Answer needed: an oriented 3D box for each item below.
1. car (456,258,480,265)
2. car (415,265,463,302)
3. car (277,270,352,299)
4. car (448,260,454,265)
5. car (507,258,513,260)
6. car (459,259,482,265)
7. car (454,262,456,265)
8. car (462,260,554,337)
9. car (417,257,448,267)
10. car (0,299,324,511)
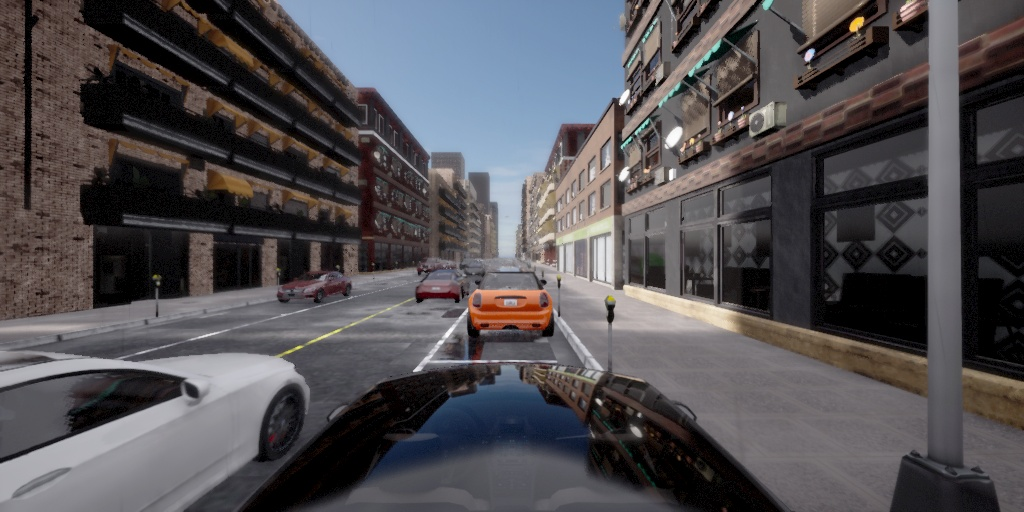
[{"bbox_3d":[-6.148,1.097,50.250,2.097,1.767,4.553,0,0,0],"label":"car"},{"bbox_3d":[-3.140,1.315,16.909,1.994,1.385,4.181,0,0,0],"label":"car"},{"bbox_3d":[-8.837,1.333,16.462,1.802,1.307,4.207,0,0,0],"label":"car"},{"bbox_3d":[-8.837,1.188,44.643,1.967,1.591,4.097,0,0,0],"label":"car"},{"bbox_3d":[-0.456,1.275,39.173,1.751,1.417,4.829,0,0,0],"label":"car"},{"bbox_3d":[-3.142,1.243,31.886,2.128,1.511,4.902,0,0,0],"label":"car"},{"bbox_3d":[-8.837,1.293,50.280,1.888,1.381,4.507,0,0,0],"label":"car"},{"bbox_3d":[-0.032,1.103,10.469,2.097,1.767,4.553,0,0,0],"label":"car"},{"bbox_3d":[-8.837,1.064,39.007,2.192,1.841,5.009,0,0,0],"label":"car"},{"bbox_3d":[-3.145,1.275,2.014,1.812,1.442,4.674,0,0,0],"label":"car"}]
